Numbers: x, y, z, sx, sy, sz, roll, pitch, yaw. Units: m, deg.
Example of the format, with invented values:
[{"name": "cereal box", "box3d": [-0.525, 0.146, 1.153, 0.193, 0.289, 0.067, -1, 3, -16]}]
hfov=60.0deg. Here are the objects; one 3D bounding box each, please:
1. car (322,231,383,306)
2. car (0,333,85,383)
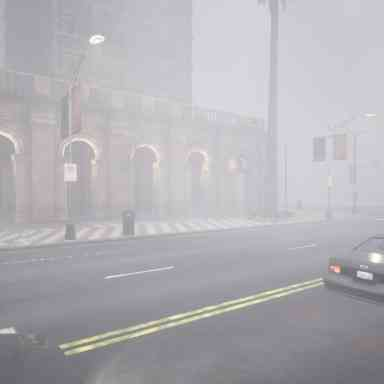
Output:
[{"name": "car", "box3d": [5.156, 1.547, 7.451, 5.357, 1.411, 2.033, 0, 0, -35]}, {"name": "car", "box3d": [-3.179, 1.547, 1.473, 5.357, 1.411, 2.033, 0, 0, -36]}]
